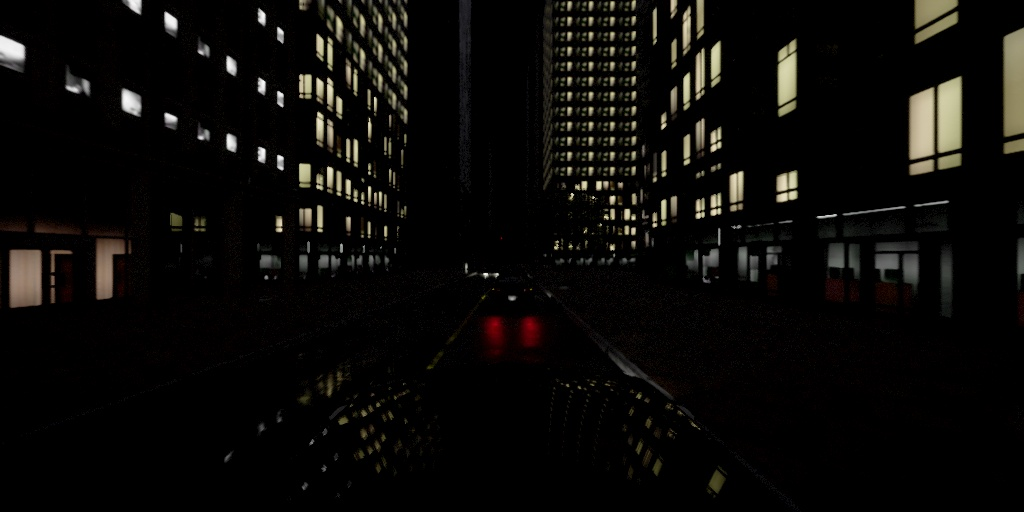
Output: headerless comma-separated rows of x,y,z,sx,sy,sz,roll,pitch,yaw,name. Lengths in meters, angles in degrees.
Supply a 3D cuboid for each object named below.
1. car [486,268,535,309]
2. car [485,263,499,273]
0.024,1.416,15.739,1.812,1.442,4.674,0,0,0,car
-3.016,1.775,53.665,1.882,1.535,5.008,0,-1,1,car
